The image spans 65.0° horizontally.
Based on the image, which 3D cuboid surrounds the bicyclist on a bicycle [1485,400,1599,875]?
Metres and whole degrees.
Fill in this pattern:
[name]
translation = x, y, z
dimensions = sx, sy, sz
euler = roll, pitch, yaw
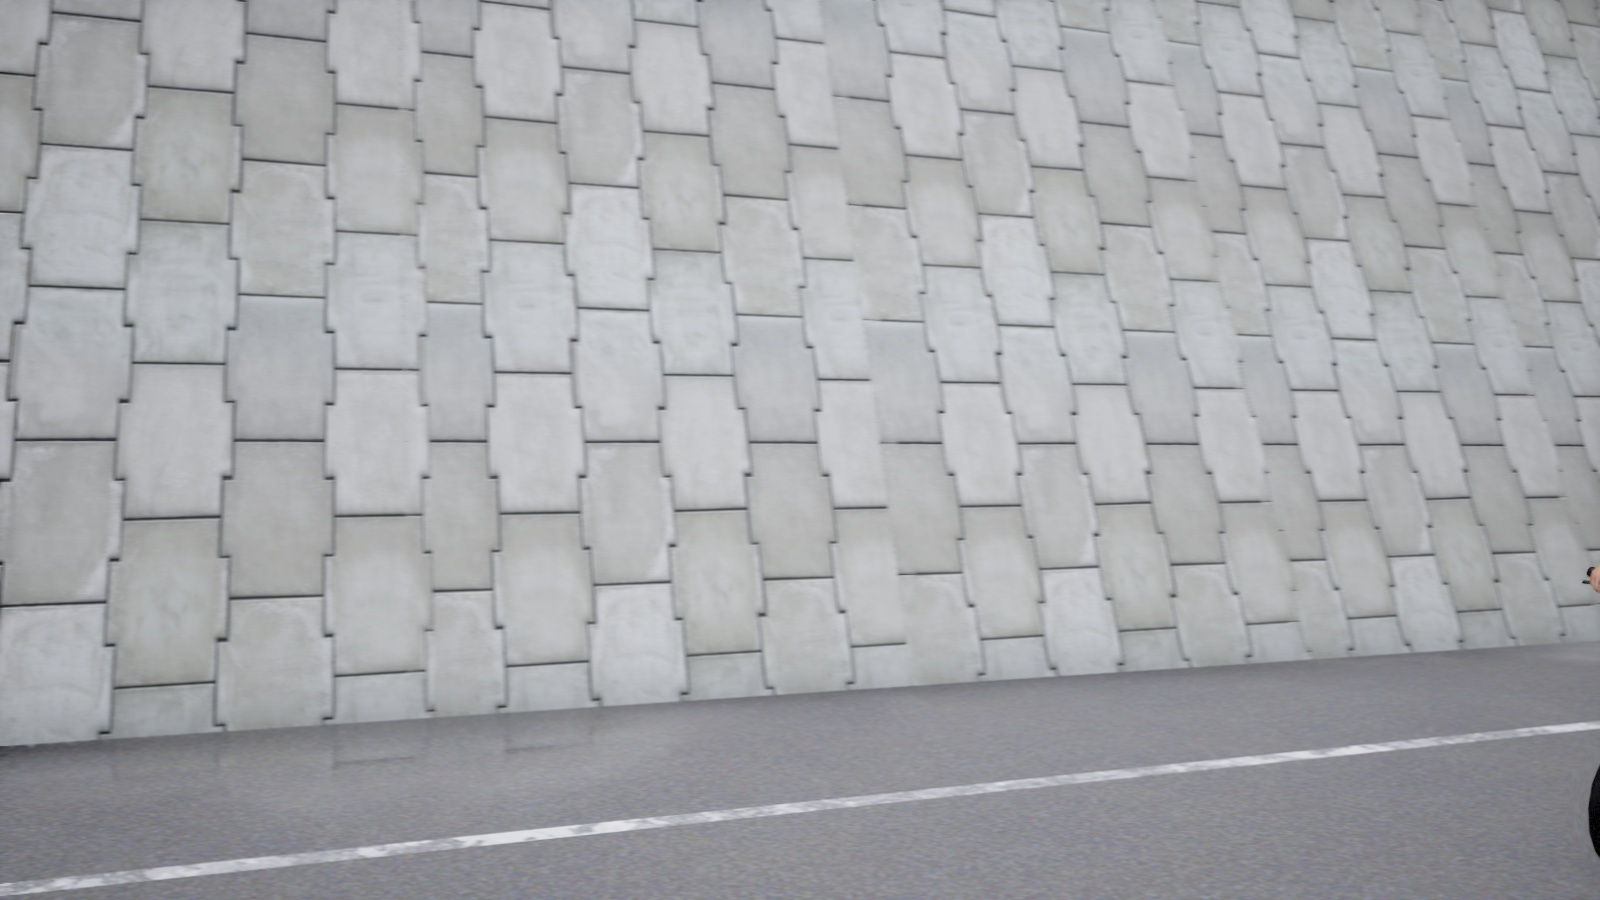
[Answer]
[bicyclist on a bicycle]
translation = 3.409, 0.624, 4.528
dimensions = 1.509, 1.612, 0.866
euler = -1, 1, -21
